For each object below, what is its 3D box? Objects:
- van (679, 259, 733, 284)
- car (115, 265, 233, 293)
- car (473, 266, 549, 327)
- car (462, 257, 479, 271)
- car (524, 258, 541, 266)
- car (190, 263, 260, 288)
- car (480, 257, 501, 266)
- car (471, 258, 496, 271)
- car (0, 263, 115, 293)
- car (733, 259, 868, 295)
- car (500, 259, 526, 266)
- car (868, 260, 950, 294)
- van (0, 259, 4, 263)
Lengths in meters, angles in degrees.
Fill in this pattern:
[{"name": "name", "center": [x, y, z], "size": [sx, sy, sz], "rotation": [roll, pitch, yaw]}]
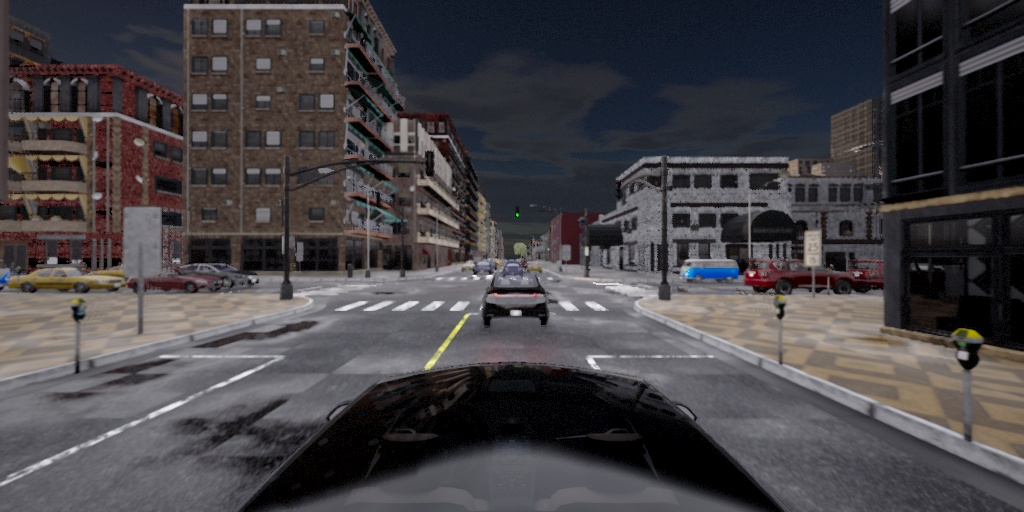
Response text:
[{"name": "van", "center": [14.891, 1.146, 27.152], "size": [3.998, 1.789, 1.690], "rotation": [0, 0, 0]}, {"name": "car", "center": [-17.471, 1.264, 18.687], "size": [4.207, 1.307, 1.802], "rotation": [0, 0, 0]}, {"name": "car", "center": [0.097, 1.234, 11.566], "size": [2.128, 1.511, 4.902], "rotation": [0, 0, 0]}, {"name": "car", "center": [-5.701, 1.267, 48.037], "size": [1.751, 1.417, 4.829], "rotation": [0, 0, 0]}, {"name": "car", "center": [2.681, 1.266, 42.841], "size": [1.751, 1.417, 4.829], "rotation": [0, 0, 0]}, {"name": "car", "center": [-17.689, 1.183, 21.278], "size": [4.902, 1.511, 2.128], "rotation": [0, 0, 2]}, {"name": "car", "center": [-3.088, 1.234, 51.092], "size": [2.128, 1.511, 4.902], "rotation": [0, 0, 0]}, {"name": "car", "center": [-3.096, 1.265, 39.326], "size": [1.812, 1.442, 4.674], "rotation": [0, 0, 0]}, {"name": "car", "center": [-22.964, 1.196, 18.673], "size": [4.829, 1.417, 1.751], "rotation": [0, 0, 0]}, {"name": "car", "center": [14.915, 1.088, 18.772], "size": [5.009, 1.841, 2.192], "rotation": [0, 0, 0]}, {"name": "car", "center": [0.079, 1.265, 34.328], "size": [1.812, 1.442, 4.674], "rotation": [0, 0, 0]}, {"name": "car", "center": [20.439, 1.106, 18.787], "size": [5.009, 1.841, 2.192], "rotation": [0, 0, 0]}, {"name": "van", "center": [-28.798, 1.003, 18.657], "size": [3.998, 1.789, 1.690], "rotation": [0, 0, 0]}]
